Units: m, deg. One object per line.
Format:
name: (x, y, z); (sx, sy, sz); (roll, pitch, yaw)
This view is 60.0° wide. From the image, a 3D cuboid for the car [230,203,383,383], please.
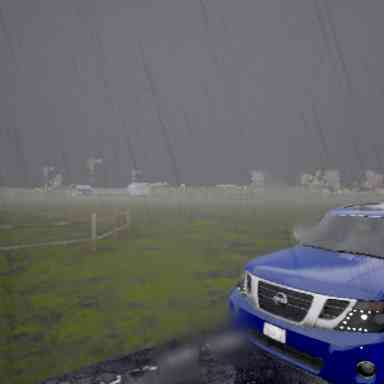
car: (3.171, 1.227, 5.347); (5.566, 2.045, 2.150); (0, 0, -36)
